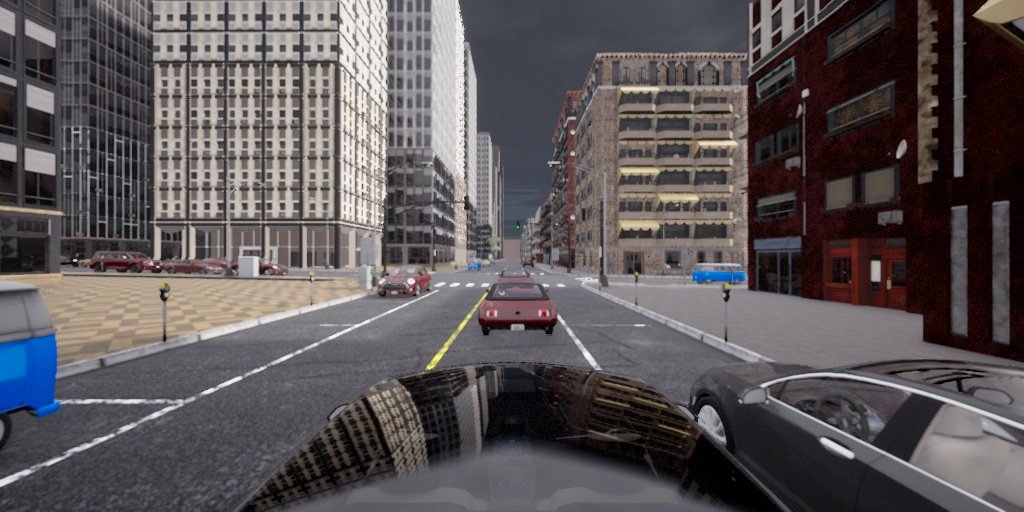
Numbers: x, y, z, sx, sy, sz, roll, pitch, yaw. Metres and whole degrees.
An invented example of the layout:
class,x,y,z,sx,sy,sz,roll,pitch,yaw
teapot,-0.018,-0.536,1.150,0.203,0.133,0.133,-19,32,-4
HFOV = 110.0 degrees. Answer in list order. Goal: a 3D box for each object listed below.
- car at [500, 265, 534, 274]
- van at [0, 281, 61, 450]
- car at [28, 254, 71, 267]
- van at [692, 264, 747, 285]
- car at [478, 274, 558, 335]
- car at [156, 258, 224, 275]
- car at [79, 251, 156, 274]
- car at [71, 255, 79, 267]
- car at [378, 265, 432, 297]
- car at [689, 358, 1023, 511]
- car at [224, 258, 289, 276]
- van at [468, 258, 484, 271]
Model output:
class,x,y,z,sx,sy,sz,roll,pitch,yaw
car,0.105,1.400,20.745,1.895,1.301,4.718,0,0,-2
van,-5.691,1.091,2.112,1.690,1.789,3.998,0,0,0
car,-48.886,0.486,38.408,4.313,1.339,1.948,0,0,0
van,17.079,1.528,29.635,3.998,1.789,1.690,0,0,0
car,0.151,1.374,10.554,1.895,1.301,4.718,0,0,0
car,-26.553,0.925,29.940,4.207,1.307,1.802,0,0,0
car,-32.127,0.549,29.962,5.009,1.841,2.192,0,0,0
car,-43.480,0.553,38.388,4.829,1.417,1.751,0,0,0
car,-5.588,1.234,19.057,1.967,1.591,4.097,0,0,0
car,2.690,1.301,2.060,2.007,1.370,4.403,0,0,0
car,-20.979,0.890,29.919,4.097,1.591,1.967,0,0,0
van,-5.390,1.228,51.530,1.690,1.789,3.998,0,0,0
